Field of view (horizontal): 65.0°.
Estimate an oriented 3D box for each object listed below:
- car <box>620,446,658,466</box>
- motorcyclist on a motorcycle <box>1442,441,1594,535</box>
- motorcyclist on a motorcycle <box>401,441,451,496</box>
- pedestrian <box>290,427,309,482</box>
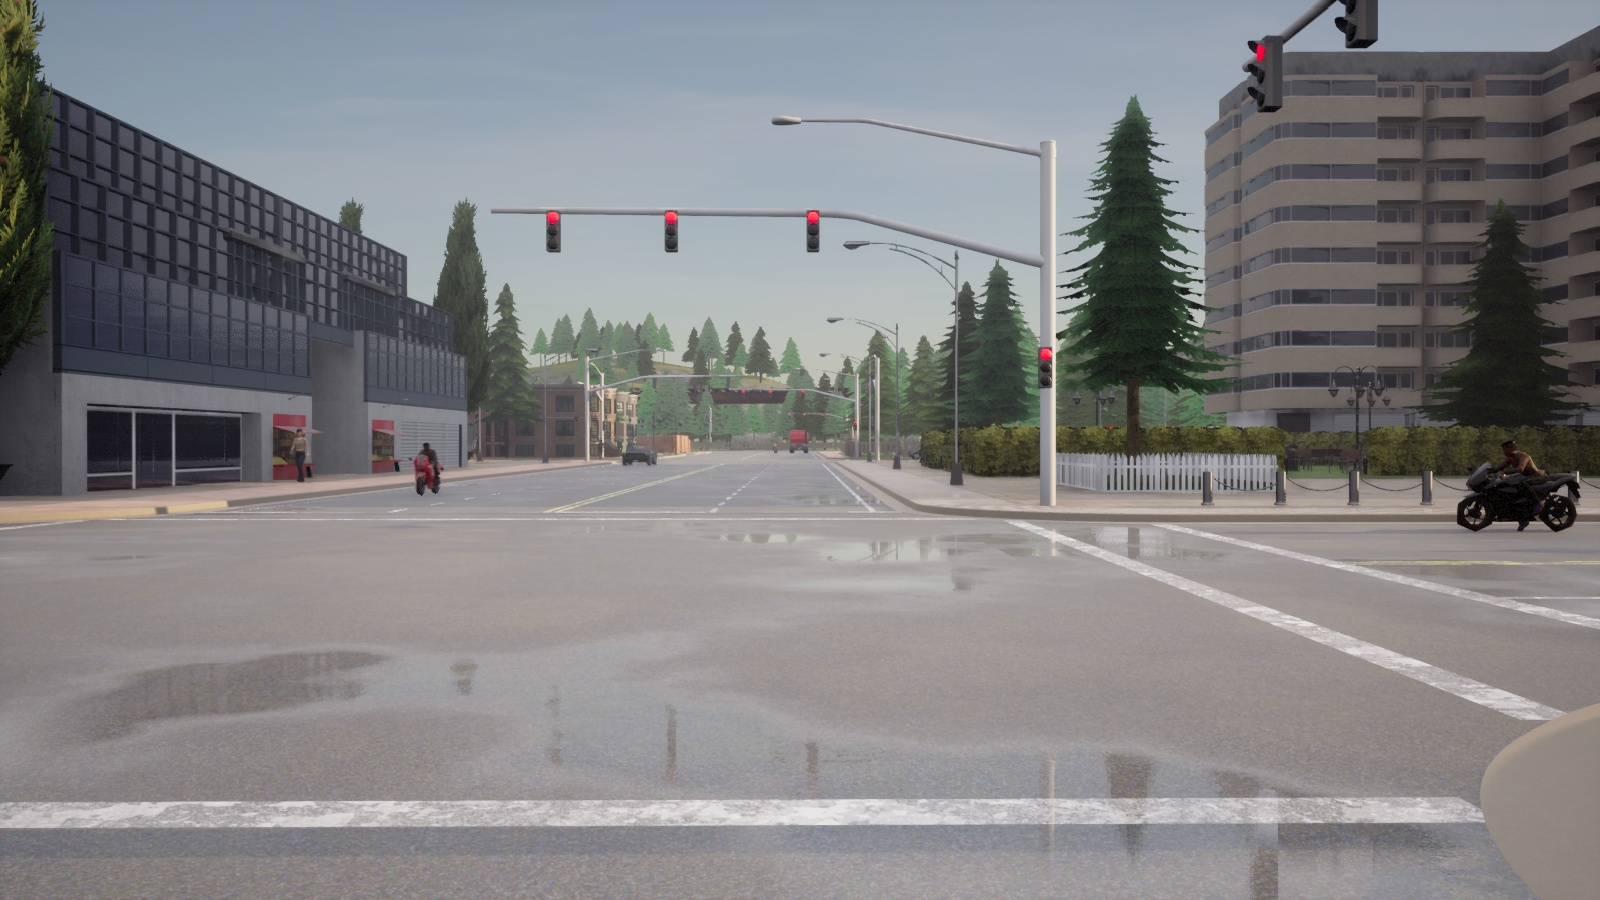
[{"bbox_3d":[-10.665,0.367,83.522,1.895,1.301,4.718,0,0,0],"label":"car"},{"bbox_3d":[11.870,0.621,20.800,2.044,1.523,0.797,0,0,0],"label":"motorcyclist on a motorcycle"},{"bbox_3d":[-10.671,0.517,35.901,0.797,1.523,2.044,0,0,0],"label":"motorcyclist on a motorcycle"},{"bbox_3d":[-17.008,0.150,42.693,0.345,1.836,0.594,0,0,7],"label":"pedestrian"}]
